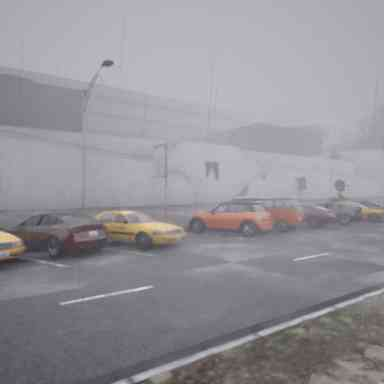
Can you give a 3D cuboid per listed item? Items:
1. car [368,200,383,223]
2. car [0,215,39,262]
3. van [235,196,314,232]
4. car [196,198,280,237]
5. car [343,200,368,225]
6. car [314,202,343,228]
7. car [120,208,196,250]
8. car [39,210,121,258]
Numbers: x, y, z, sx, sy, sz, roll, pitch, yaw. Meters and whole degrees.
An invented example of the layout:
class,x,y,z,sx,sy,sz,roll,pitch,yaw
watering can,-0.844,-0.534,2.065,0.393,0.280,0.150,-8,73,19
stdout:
class,x,y,z,sx,sy,sz,roll,pitch,yaw
car,11.876,1.387,24.847,5.366,1.575,1.946,-1,-1,35
car,-7.580,1.487,11.005,5.366,1.575,1.946,-1,-1,35
van,4.524,1.232,19.699,4.442,1.987,1.878,-1,-1,35
car,2.013,1.345,18.008,4.553,1.767,2.185,-1,0,35
car,9.260,1.452,23.230,4.792,1.488,2.163,-1,0,35
car,6.857,1.481,21.481,4.674,1.452,2.002,-1,0,35
car,-2.718,1.479,14.463,5.366,1.575,1.946,-1,-1,35
car,-5.329,1.519,12.851,4.792,1.488,2.163,-1,0,35
